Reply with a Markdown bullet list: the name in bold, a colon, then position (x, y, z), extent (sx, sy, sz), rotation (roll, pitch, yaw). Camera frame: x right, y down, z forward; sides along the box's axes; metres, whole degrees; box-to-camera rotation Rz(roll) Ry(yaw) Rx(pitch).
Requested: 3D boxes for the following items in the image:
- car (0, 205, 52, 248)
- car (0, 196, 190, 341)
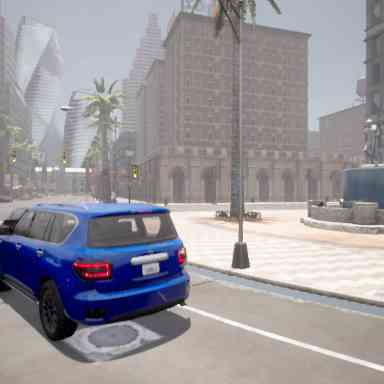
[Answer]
- **car**: position (-7.772, 1.477, 15.993), extent (1.882, 1.535, 5.008), rotation (0, 0, -23)
- **car**: position (-2.419, 1.222, 6.865), extent (2.150, 2.045, 5.566), rotation (0, 0, -43)
